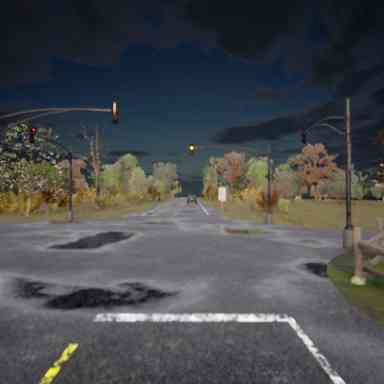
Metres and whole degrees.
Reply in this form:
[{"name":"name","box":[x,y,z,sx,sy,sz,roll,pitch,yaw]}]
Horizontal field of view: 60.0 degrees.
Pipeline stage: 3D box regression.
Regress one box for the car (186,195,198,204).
[{"name":"car","box":[-0.008,1.552,70.143,2.150,2.045,5.566,0,0,0]}]

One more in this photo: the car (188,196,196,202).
[{"name":"car","box":[-0.010,1.768,80.533,2.033,1.411,5.357,0,0,0]}]
